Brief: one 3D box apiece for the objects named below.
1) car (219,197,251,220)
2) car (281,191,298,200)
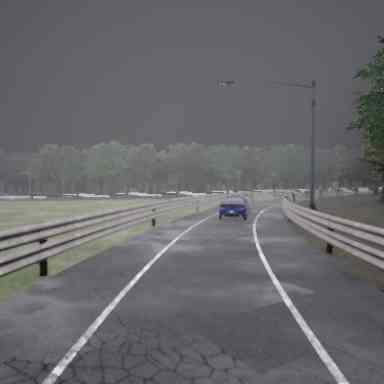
[{"bbox_3d":[3.166,1.077,24.083,1.882,1.535,5.008,0,1,14],"label":"car"},{"bbox_3d":[15.742,0.522,53.612,2.128,1.511,4.902,1,2,31],"label":"car"}]
